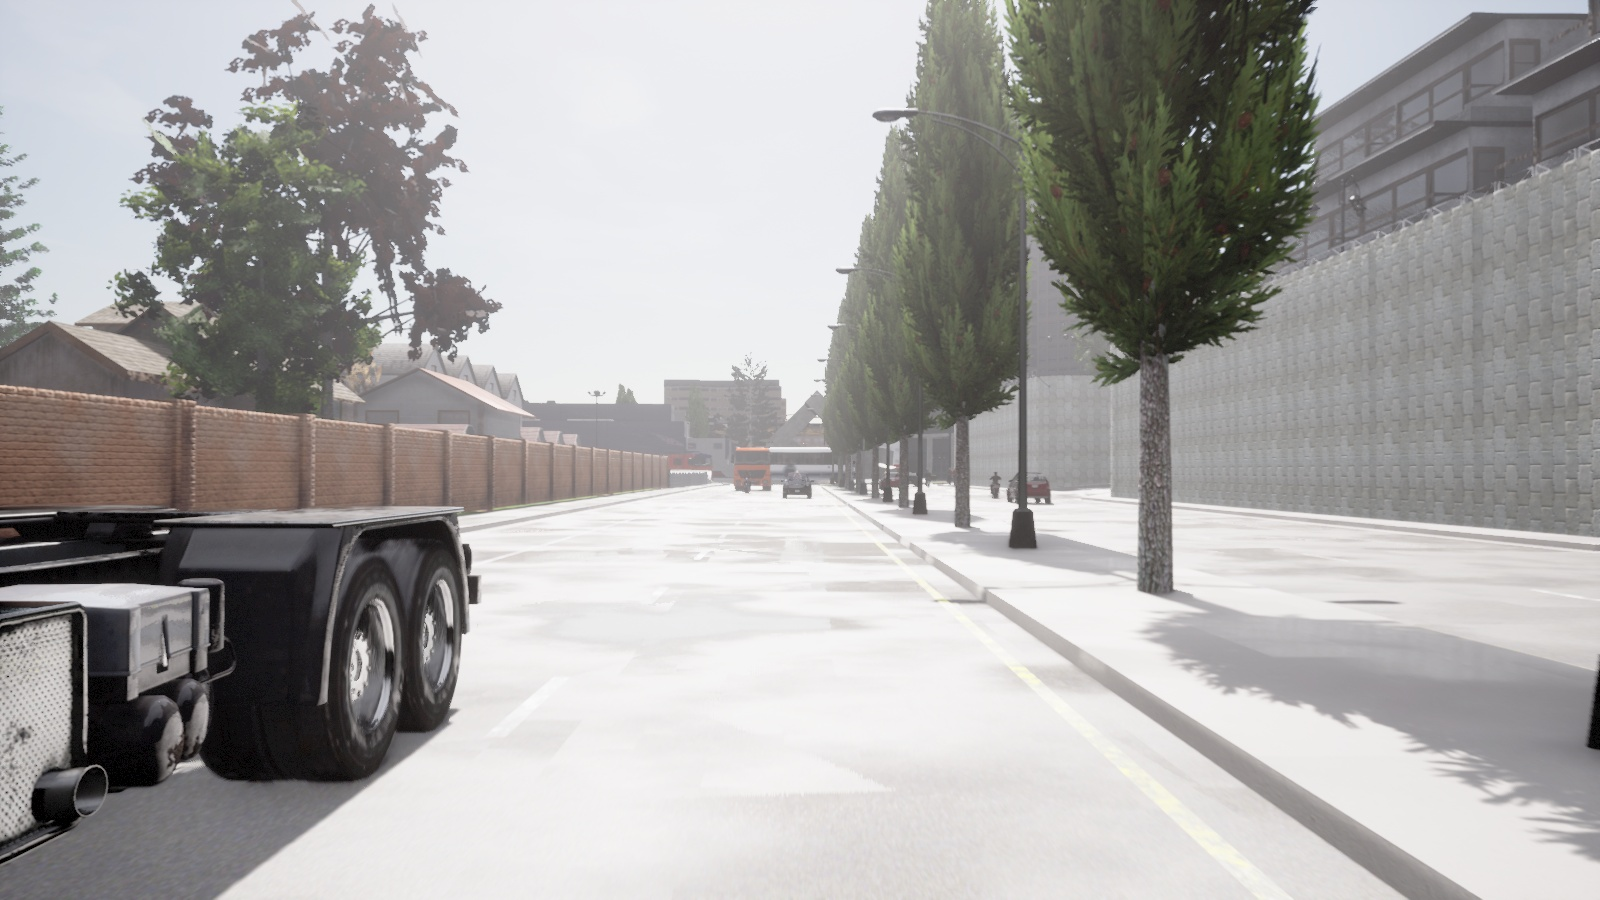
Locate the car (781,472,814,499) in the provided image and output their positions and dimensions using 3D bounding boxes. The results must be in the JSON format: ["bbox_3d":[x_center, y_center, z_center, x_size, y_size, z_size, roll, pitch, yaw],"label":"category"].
[{"bbox_3d":[-0.151,2.031,71.819,1.845,1.501,3.633,0,-1,0],"label":"car"}]

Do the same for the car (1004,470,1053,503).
[{"bbox_3d":[11.368,1.797,62.699,1.789,1.549,3.705,0,-1,0],"label":"car"}]

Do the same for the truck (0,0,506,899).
[{"bbox_3d":[-3.512,-0.072,4.876,2.891,3.462,7.936,0,-1,0],"label":"truck"}]
